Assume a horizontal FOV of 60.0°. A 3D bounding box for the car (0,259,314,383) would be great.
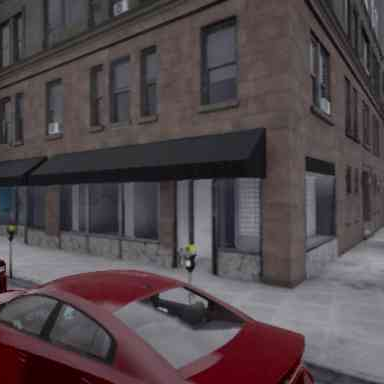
[{"bbox_3d":[-1.065,1.549,3.620,4.507,1.381,1.887,0,-1,36],"label":"car"}]
